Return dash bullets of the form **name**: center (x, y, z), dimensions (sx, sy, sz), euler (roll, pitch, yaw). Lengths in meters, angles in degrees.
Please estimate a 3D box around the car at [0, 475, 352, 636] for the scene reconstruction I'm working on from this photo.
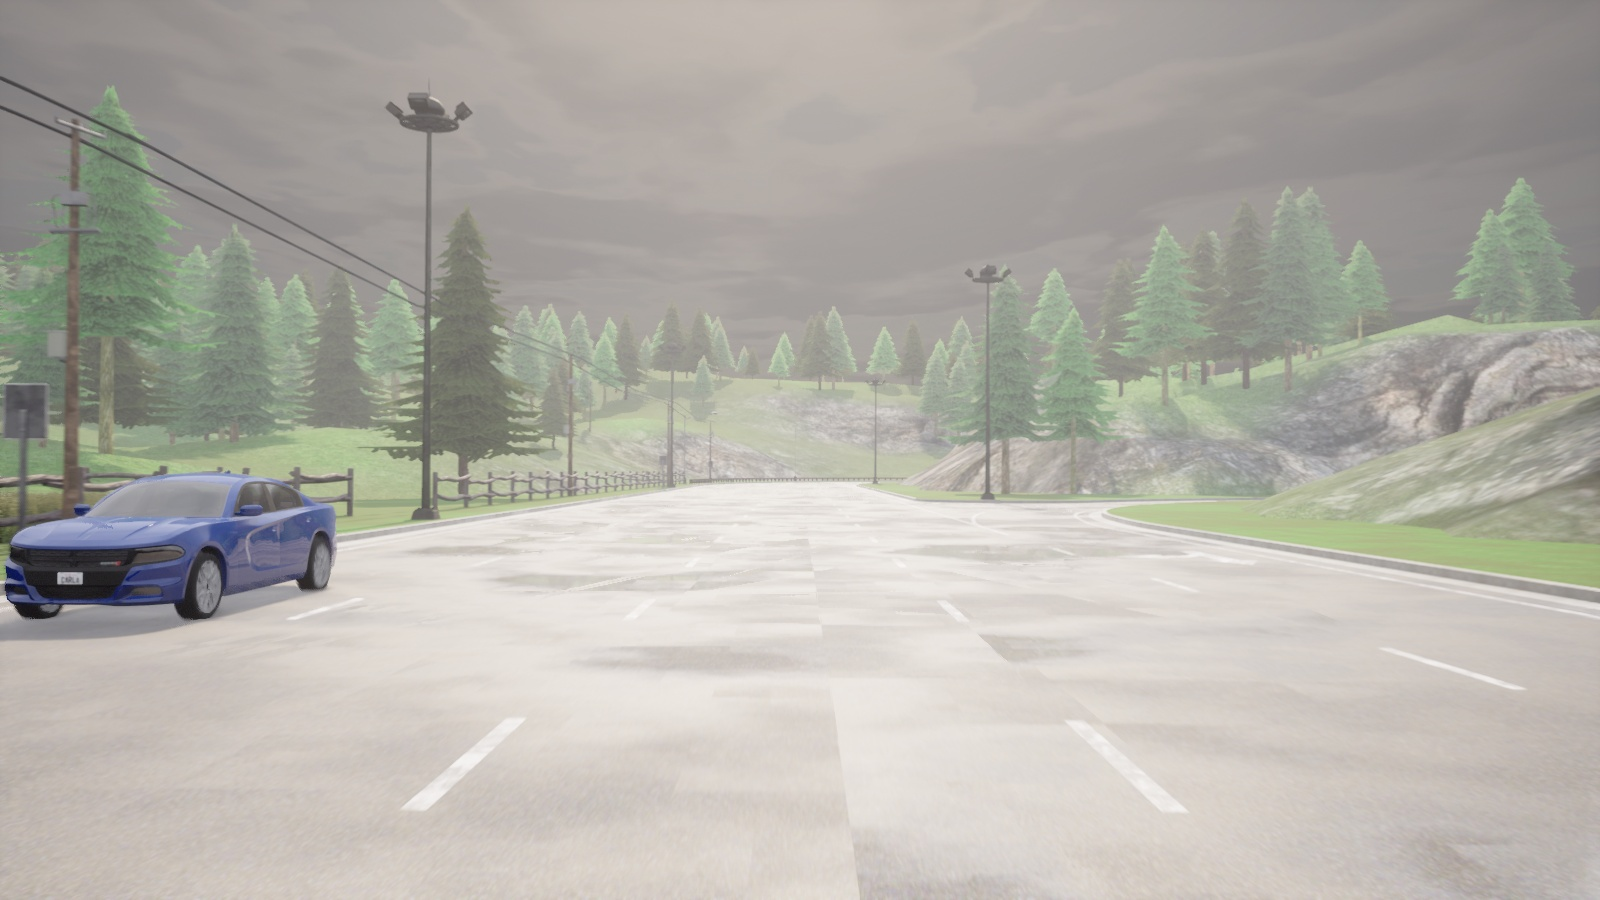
- **car**: center (-7.035, 1.065, 14.606), dimensions (1.882, 1.535, 5.008), euler (0, -1, 0)
